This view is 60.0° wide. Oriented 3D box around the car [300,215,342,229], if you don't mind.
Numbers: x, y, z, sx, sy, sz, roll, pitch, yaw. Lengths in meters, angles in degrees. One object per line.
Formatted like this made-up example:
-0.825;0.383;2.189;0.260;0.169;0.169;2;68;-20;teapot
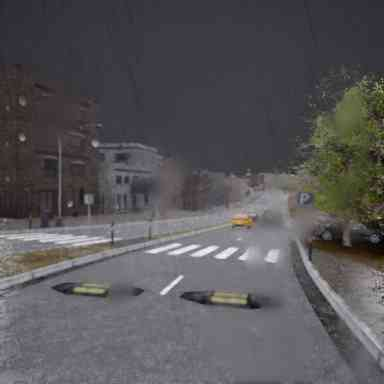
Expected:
16.023;3.762;41.634;4.674;1.452;2.002;1;-2;16;car

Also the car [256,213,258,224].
8.810;3.771;48.363;1.882;1.535;5.008;1;-2;16;car

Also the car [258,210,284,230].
8.901;3.026;36.751;2.150;2.045;5.566;1;-3;16;car

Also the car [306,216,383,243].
10.794;2.704;23.102;4.892;1.521;2.231;1;-3;16;car

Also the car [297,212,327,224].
19.770;4.227;55.014;4.553;1.767;2.185;1;-2;16;car

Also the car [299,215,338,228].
16.774;3.894;44.280;4.674;1.452;2.002;1;-2;16;car

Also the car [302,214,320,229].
12.299;3.010;28.392;4.892;1.521;2.231;1;-3;16;car

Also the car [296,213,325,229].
13.608;3.299;33.741;5.366;1.575;1.946;1;-3;16;car

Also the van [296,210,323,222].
21.153;4.342;60.219;4.442;1.987;1.878;1;-2;16;van

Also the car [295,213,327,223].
20.504;4.461;57.529;4.892;1.521;2.231;1;-2;16;car

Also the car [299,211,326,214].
15.252;3.463;38.994;4.553;1.767;2.185;1;-2;16;car

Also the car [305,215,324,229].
11.542;2.857;25.750;5.008;1.535;2.097;1;-3;16;car

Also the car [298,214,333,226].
18.295;4.137;49.571;4.792;1.488;2.163;1;-2;16;car

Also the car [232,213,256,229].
5.645;3.199;37.195;1.882;1.535;5.008;1;-3;16;car

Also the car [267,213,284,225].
11.965;3.852;47.592;2.128;1.511;4.902;1;-2;16;car
